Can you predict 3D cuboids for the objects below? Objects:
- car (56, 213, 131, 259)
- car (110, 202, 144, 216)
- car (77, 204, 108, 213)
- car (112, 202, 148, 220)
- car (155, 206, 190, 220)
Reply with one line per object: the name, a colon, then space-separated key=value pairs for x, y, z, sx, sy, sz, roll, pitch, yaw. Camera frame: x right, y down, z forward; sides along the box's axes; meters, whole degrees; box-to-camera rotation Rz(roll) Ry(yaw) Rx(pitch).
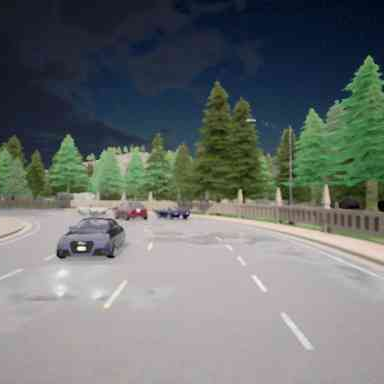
car: x=-3.849 y=1.748 z=13.323 sx=1.994 sy=1.385 sz=4.181 roll=0 pitch=-1 yaw=-3
car: x=-8.211 y=2.086 z=41.867 sx=1.837 sy=1.490 sz=4.892 roll=1 pitch=-1 yaw=-44
car: x=-12.370 y=2.171 z=41.052 sx=1.895 sy=1.301 sz=4.718 roll=1 pitch=-1 yaw=-45
car: x=-6.074 y=1.809 z=32.992 sx=2.097 sy=1.767 sz=4.553 roll=0 pitch=-1 yaw=-30
car: x=-2.039 y=2.059 z=33.070 sx=1.895 sy=1.301 sz=4.718 roll=0 pitch=-1 yaw=-28
